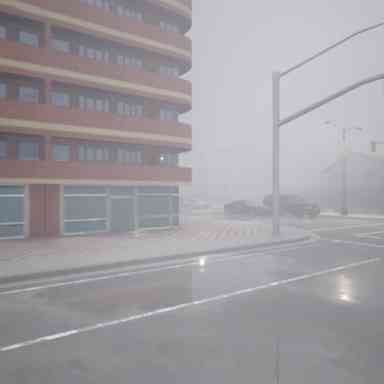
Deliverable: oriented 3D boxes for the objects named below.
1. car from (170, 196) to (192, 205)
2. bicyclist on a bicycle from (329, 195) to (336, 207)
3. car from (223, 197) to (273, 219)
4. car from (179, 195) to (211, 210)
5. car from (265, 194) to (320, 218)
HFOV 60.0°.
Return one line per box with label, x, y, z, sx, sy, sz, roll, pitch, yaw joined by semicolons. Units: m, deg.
car;-2.064;1.522;60.548;1.812;1.442;4.674;0;0;-34
bicyclist on a bicycle;19.354;1.295;45.898;1.656;1.620;0.582;0;0;-35
car;4.907;1.475;29.870;1.882;1.535;5.008;0;0;-34
car;0.493;1.523;42.488;1.812;1.442;4.674;0;0;-35
car;8.853;1.219;30.345;2.150;2.045;5.566;0;0;-34
